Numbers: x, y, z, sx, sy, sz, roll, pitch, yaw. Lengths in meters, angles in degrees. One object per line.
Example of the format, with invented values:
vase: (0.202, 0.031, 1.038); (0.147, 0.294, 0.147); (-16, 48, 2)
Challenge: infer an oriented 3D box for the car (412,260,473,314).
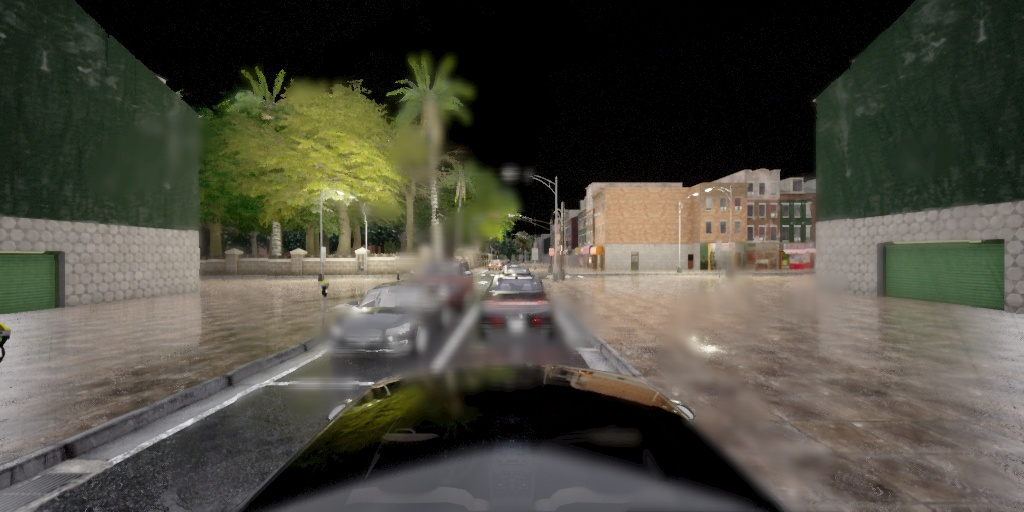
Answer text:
car: (-2.587, 1.069, 13.979); (2.192, 1.841, 5.009); (0, 0, 0)

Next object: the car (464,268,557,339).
car: (0.130, 1.243, 10.017); (2.128, 1.511, 4.902); (0, 0, 0)

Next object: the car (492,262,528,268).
car: (0.179, 1.252, 19.406); (2.128, 1.511, 4.902); (0, 0, -2)

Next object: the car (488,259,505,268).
car: (-2.420, 1.295, 52.125); (1.967, 1.591, 4.097); (0, 0, 0)

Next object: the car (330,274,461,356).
car: (-2.611, 1.301, 8.516); (2.007, 1.370, 4.403); (0, 0, 0)
